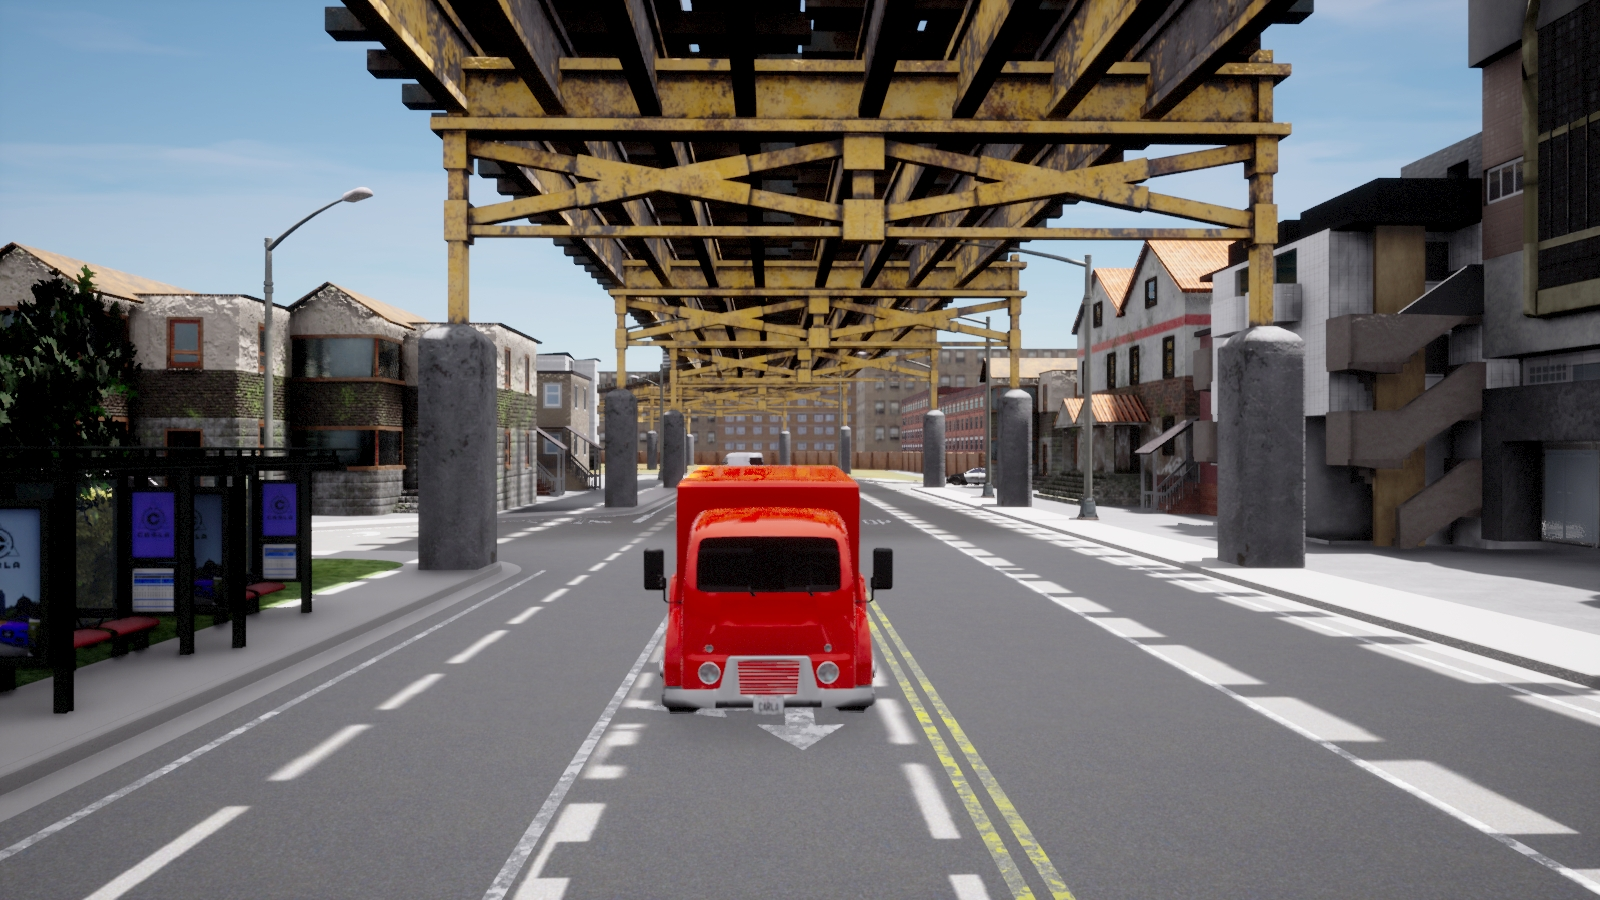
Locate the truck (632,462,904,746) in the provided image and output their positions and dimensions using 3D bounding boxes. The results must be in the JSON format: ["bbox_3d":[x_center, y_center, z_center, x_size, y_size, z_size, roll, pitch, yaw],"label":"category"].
[{"bbox_3d":[-0.388,1.528,13.693,2.627,2.467,5.204,0,3,-2],"label":"truck"}]
